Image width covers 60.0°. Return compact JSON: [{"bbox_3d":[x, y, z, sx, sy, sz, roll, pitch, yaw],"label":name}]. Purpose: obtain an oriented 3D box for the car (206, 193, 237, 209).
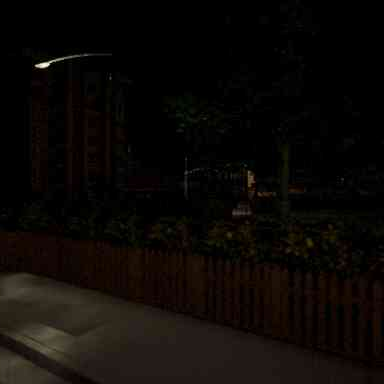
[{"bbox_3d":[3.816,1.208,43.513,2.150,2.045,5.566,0,0,36],"label":"car"}]
